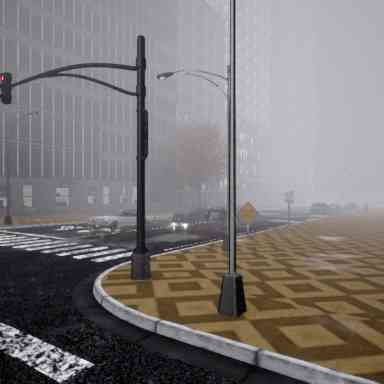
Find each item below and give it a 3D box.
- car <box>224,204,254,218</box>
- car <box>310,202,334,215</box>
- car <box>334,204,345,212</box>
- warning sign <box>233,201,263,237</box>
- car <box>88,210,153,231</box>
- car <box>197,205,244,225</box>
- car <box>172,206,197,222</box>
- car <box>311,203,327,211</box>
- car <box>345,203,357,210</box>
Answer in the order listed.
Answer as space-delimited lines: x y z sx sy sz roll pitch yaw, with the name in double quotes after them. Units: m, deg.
5.682 2.240 40.003 1.994 1.385 4.181 0 -1 33 "car"
18.339 2.268 47.346 2.097 1.767 4.553 0 -1 33 "car"
23.793 2.641 55.845 2.033 1.411 5.357 0 -1 33 "car"
3.131 1.454 18.532 1.300 1.860 1.060 1 1 33 "warning sign"
-4.953 1.925 23.465 1.895 1.301 4.718 0 -1 33 "car"
2.887 1.984 29.284 2.128 1.511 4.902 0 -1 33 "car"
0.313 2.046 31.660 2.033 1.411 5.357 0 -1 33 "car"
23.506 2.695 61.406 1.812 1.442 4.674 0 -1 33 "car"
31.396 2.838 65.759 1.812 1.442 4.674 0 -1 33 "car"
